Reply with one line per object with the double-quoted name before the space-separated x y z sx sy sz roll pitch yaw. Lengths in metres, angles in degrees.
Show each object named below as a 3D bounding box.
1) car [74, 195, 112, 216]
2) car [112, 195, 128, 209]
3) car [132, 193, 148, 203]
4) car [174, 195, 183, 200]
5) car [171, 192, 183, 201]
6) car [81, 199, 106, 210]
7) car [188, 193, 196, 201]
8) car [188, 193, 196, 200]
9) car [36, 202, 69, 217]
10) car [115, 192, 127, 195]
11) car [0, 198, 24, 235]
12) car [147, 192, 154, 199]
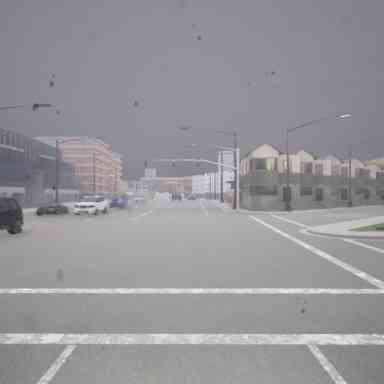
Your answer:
"car" -10.631 1.411 35.338 2.150 2.045 5.566 0 1 1
"car" -10.640 1.650 48.370 1.882 1.535 5.008 0 0 0
"car" -10.586 1.408 66.380 1.812 1.442 4.674 0 1 1
"car" -3.581 1.478 87.804 2.128 1.511 4.902 0 -2 0
"car" -3.570 1.050 77.111 2.150 2.045 5.566 0 0 0
"car" -14.137 1.721 47.974 2.033 1.411 5.357 0 0 0
"car" -0.071 1.420 77.825 1.895 1.301 4.718 0 -1 0
"car" -0.081 1.138 87.785 2.097 1.767 4.553 0 -2 0
"car" -14.131 1.753 33.866 1.994 1.385 4.181 0 0 0
"car" -14.088 1.120 65.373 2.150 2.045 5.566 0 1 0
"car" -10.615 1.303 16.660 2.150 2.045 5.566 0 -1 0
"car" -10.575 1.060 81.320 2.150 2.045 5.566 0 -1 0
